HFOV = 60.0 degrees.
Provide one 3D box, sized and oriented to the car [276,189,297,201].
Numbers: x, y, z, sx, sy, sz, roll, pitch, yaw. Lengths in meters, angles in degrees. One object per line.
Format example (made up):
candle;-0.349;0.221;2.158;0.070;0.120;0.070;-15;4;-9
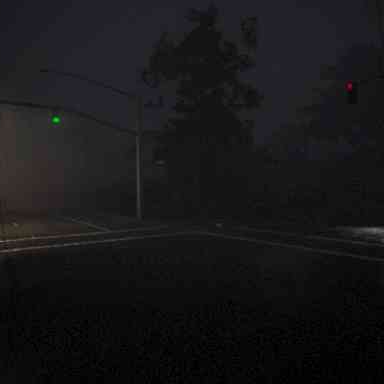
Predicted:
car;11.492;0.350;37.602;1.970;1.475;3.806;-1;1;-34
